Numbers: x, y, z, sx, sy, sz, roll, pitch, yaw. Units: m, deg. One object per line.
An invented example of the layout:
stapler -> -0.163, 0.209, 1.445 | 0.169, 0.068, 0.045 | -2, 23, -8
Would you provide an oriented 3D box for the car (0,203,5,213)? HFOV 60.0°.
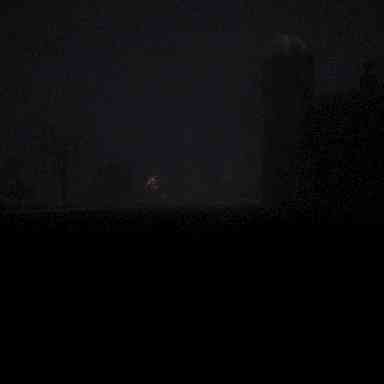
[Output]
car -> -27.872, 1.837, 43.908 | 2.150, 2.045, 5.566 | 0, -1, 36
